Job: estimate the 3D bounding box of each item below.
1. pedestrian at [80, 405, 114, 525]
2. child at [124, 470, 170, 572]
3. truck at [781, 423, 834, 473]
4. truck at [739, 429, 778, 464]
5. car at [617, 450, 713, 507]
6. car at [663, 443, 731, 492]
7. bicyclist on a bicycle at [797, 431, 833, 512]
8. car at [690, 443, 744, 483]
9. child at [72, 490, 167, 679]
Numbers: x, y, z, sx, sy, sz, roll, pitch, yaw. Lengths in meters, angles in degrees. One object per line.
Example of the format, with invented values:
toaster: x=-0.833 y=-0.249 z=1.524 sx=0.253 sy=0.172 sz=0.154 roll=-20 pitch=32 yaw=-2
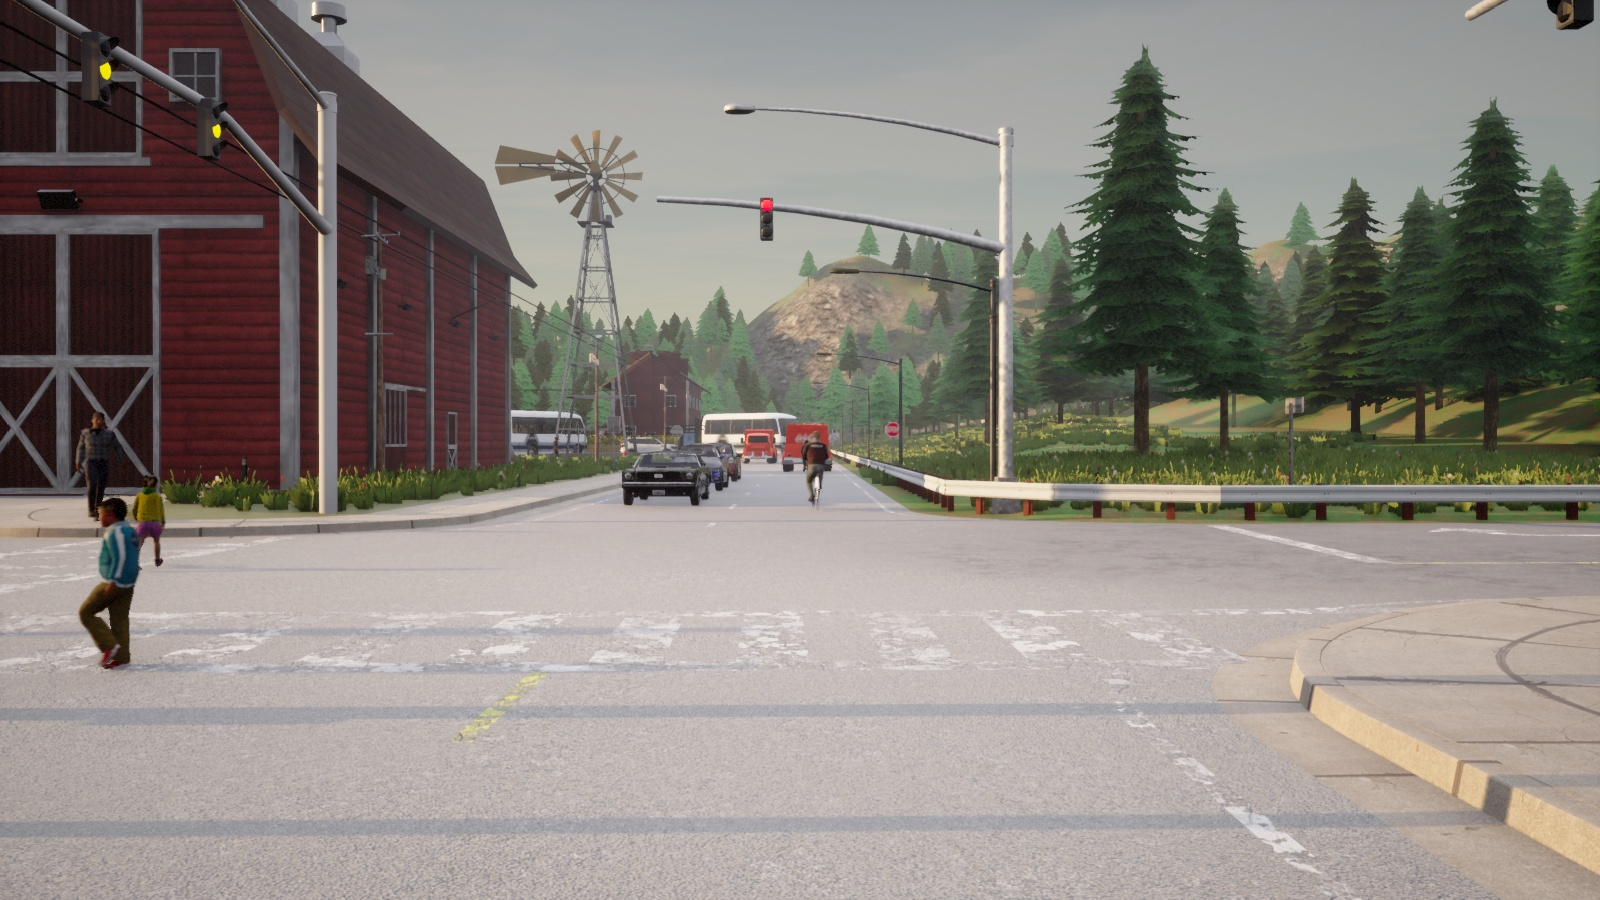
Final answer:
pedestrian: x=-11.669 y=0.247 z=20.833 sx=0.423 sy=1.949 sz=0.788 roll=0 pitch=0 yaw=-34
child: x=-7.596 y=0.813 z=14.615 sx=0.299 sy=1.160 sz=0.473 roll=0 pitch=0 yaw=-3
truck: x=0.379 y=-0.109 z=65.419 sx=2.627 sy=2.467 sz=5.204 roll=0 pitch=0 yaw=0
truck: x=-2.970 y=-0.259 z=91.535 sx=2.627 sy=2.467 sz=5.204 roll=0 pitch=0 yaw=0
car: x=-3.310 y=0.665 z=31.709 sx=1.895 sy=1.301 sz=4.718 roll=0 pitch=0 yaw=0
car: x=-3.261 y=0.529 z=40.469 sx=1.816 sy=1.474 sz=4.193 roll=0 pitch=0 yaw=0
bicyclist on a bicycle: x=0.326 y=0.458 z=28.282 sx=0.659 sy=1.776 sz=1.843 roll=0 pitch=1 yaw=-4
car: x=-3.213 y=0.479 z=49.318 sx=1.845 sy=1.501 sz=3.633 roll=0 pitch=0 yaw=0
child: x=-4.453 y=0.867 z=8.234 sx=0.448 sy=1.192 sz=0.343 roll=0 pitch=0 yaw=-6
